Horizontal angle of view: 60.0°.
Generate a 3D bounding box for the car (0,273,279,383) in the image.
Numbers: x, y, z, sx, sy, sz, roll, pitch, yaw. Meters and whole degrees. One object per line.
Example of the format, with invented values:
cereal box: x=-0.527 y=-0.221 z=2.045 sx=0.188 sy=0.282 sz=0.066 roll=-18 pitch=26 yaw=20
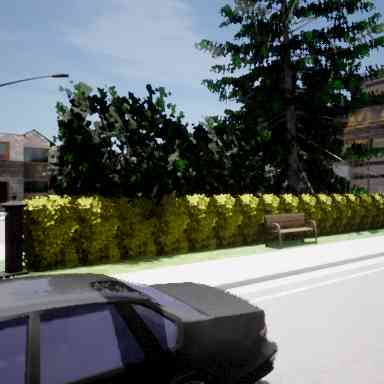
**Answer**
car: x=-1.632 y=1.548 z=2.862 sx=5.357 sy=1.411 sz=2.033 roll=0 pitch=0 yaw=-34
